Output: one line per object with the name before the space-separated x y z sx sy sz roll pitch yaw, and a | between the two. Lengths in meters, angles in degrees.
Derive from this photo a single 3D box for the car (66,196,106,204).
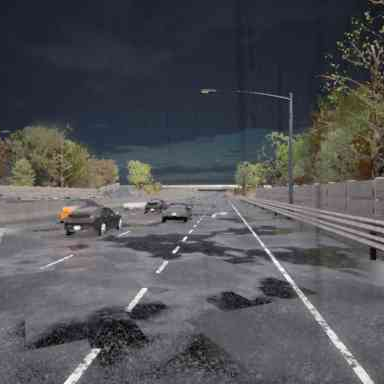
car | -8.172 1.352 25.380 2.097 1.767 4.553 0 0 5

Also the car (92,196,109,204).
car | -18.509 1.567 67.457 1.812 1.442 4.674 0 0 5

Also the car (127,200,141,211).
car | -6.793 1.606 40.572 1.895 1.301 4.718 0 0 5

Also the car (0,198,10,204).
car | -18.567 1.527 29.258 1.812 1.442 4.674 0 0 5

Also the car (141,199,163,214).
car | -3.737 1.506 35.520 1.837 1.490 4.892 0 0 5

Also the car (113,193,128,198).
car | -14.838 1.273 69.186 2.150 2.045 5.566 0 0 5

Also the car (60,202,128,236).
car | -5.291 1.501 18.409 1.837 1.490 4.892 0 -1 5

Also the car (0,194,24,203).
car | -24.267 1.358 43.842 2.097 1.767 4.553 0 0 6

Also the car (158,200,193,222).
car | -1.087 1.564 25.998 1.994 1.385 4.181 0 0 5
